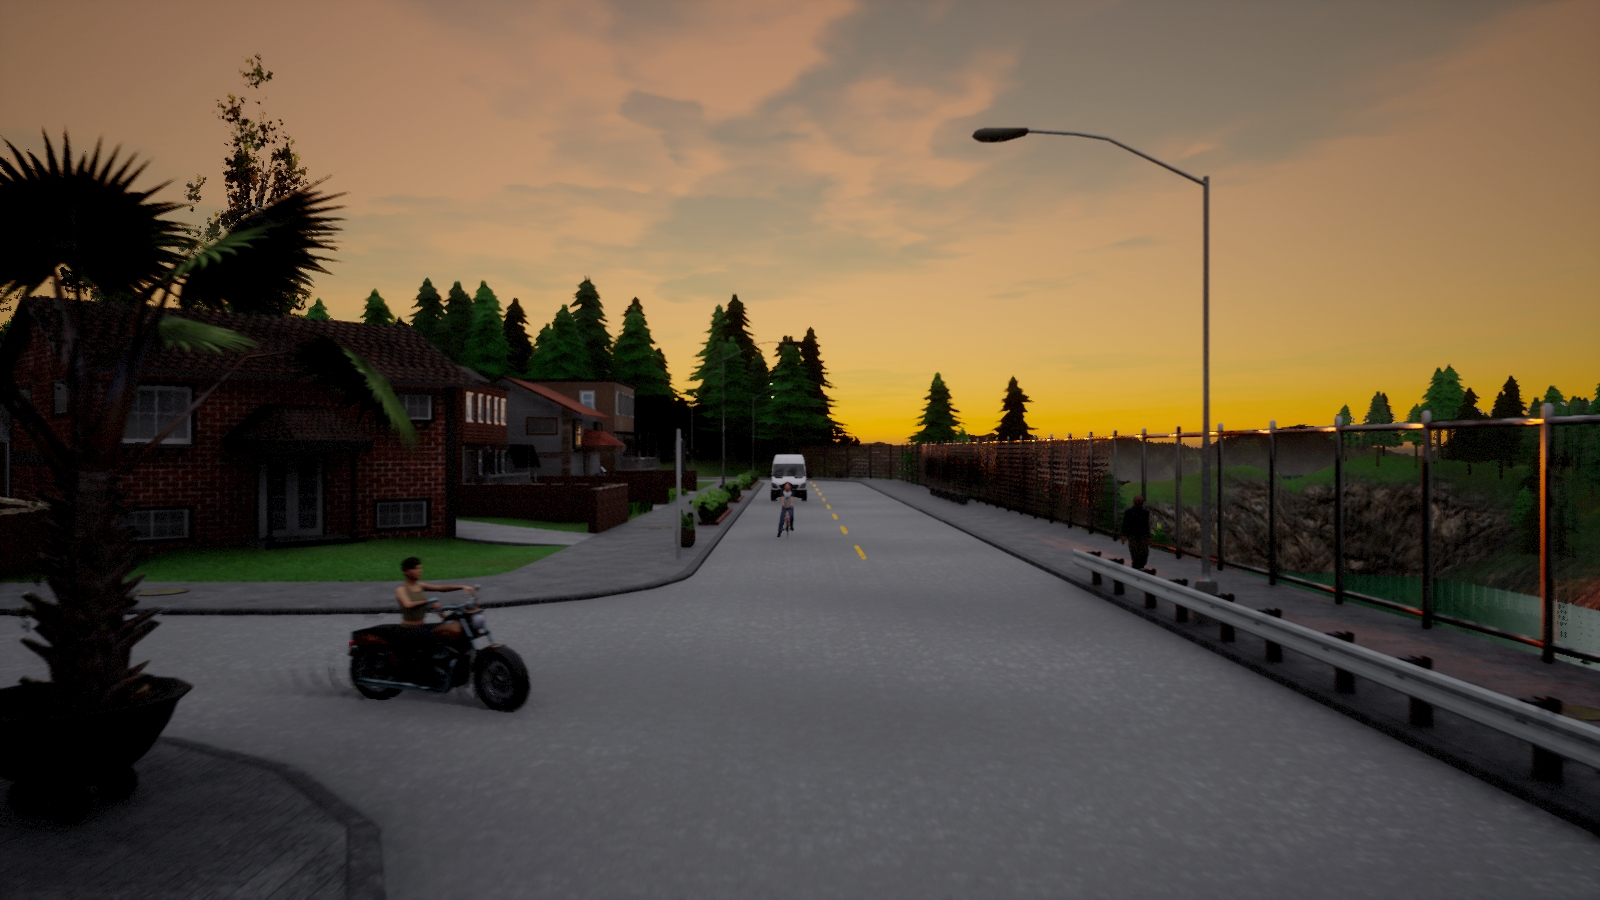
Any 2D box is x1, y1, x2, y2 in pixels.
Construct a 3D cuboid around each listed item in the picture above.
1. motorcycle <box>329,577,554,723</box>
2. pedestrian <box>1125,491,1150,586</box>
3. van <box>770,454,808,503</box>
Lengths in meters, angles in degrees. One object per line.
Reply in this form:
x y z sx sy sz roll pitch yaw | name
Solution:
-3.942 2.155 12.558 2.356 1.307 0.764 0 2 19 | motorcycle
6.703 1.744 22.707 0.375 1.860 0.375 0 0 -3 | pedestrian
-0.615 1.534 63.553 1.988 2.561 5.915 0 0 0 | van
